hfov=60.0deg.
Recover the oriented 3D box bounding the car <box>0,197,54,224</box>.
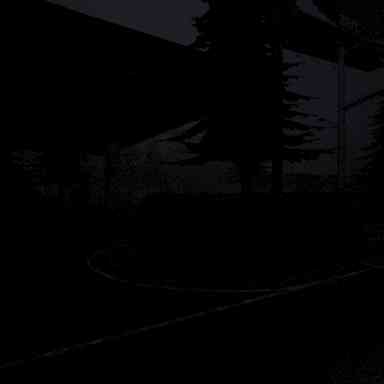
[{"bbox_3d":[-11.953,1.313,23.482,3.866,1.878,1.905,0,0,-36],"label":"car"}]

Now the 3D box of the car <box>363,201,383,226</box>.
[{"bbox_3d":[11.394,1.315,21.322,2.128,1.511,4.902,0,1,-36],"label":"car"}]
